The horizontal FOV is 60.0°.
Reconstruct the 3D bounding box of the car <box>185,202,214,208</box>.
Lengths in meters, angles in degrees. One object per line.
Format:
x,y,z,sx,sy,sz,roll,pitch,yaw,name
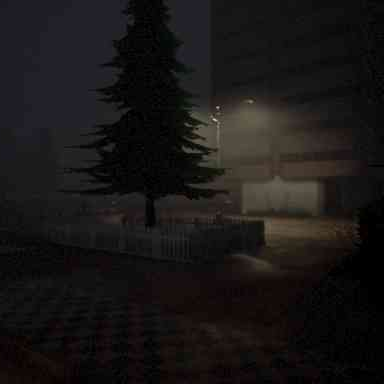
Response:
1.767,1.711,50.588,2.033,1.411,5.357,0,0,36,car

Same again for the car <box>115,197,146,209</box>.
-8.339,1.697,48.715,2.128,1.511,4.902,0,0,36,car

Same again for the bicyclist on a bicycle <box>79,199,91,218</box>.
-9.246,1.444,28.590,1.656,1.620,0.582,-1,0,36,bicyclist on a bicycle

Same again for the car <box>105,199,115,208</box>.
-11.045,1.578,50.947,2.097,1.767,4.553,0,0,36,car

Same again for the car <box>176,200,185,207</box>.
-0.761,1.748,53.045,1.994,1.385,4.181,0,0,35,car
